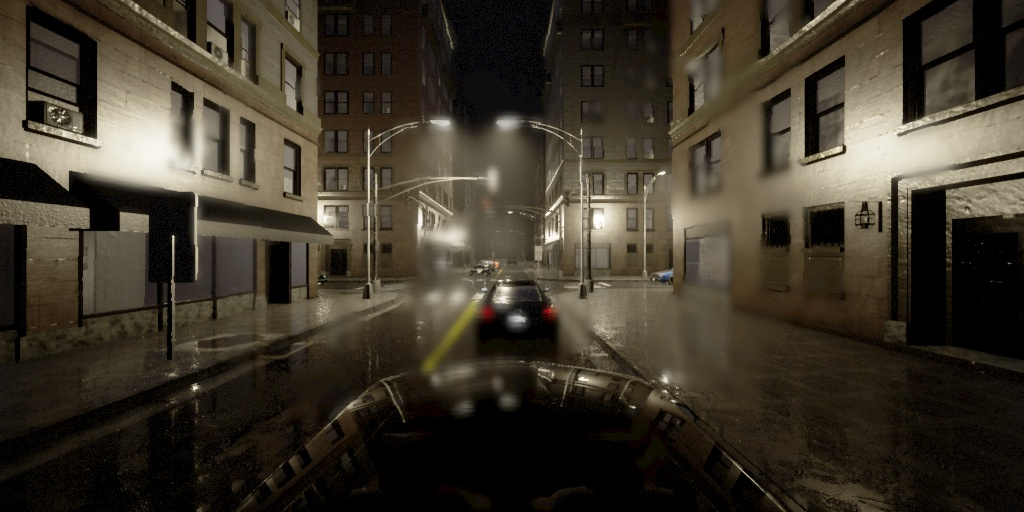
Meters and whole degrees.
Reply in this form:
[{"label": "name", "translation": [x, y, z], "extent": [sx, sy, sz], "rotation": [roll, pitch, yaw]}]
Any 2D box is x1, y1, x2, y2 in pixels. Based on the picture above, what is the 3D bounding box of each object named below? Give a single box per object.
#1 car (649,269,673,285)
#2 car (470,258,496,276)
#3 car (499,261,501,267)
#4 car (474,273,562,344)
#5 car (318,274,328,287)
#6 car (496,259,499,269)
[{"label": "car", "translation": [12.616, 1.261, 25.215], "extent": [5.357, 1.411, 2.033], "rotation": [0, 0, 0]}, {"label": "car", "translation": [-3.094, 1.240, 36.383], "extent": [2.128, 1.511, 4.902], "rotation": [0, 0, 0]}, {"label": "car", "translation": [-3.085, 1.093, 55.907], "extent": [2.097, 1.767, 4.553], "rotation": [0, 0, -1]}, {"label": "car", "translation": [0.115, 1.314, 9.555], "extent": [1.994, 1.385, 4.181], "rotation": [0, 0, -1]}, {"label": "car", "translation": [-13.971, 1.387, 21.930], "extent": [4.718, 1.301, 1.895], "rotation": [0, 0, 0]}, {"label": "car", "translation": [-3.098, 1.294, 46.125], "extent": [2.033, 1.411, 5.357], "rotation": [0, 0, 0]}]
